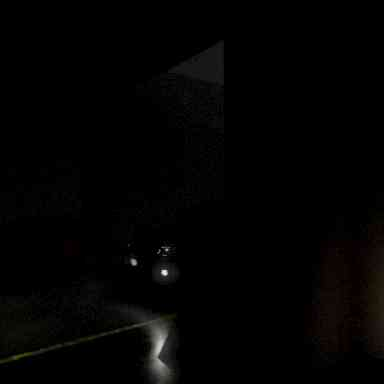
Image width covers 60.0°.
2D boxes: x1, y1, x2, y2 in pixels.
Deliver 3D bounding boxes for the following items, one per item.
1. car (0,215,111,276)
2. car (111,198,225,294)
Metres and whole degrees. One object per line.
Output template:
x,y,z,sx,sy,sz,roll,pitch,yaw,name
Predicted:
-4.514,1.467,9.370,5.008,1.535,1.882,0,0,-35,car
0.961,1.183,8.975,5.566,2.045,2.150,0,0,-35,car
